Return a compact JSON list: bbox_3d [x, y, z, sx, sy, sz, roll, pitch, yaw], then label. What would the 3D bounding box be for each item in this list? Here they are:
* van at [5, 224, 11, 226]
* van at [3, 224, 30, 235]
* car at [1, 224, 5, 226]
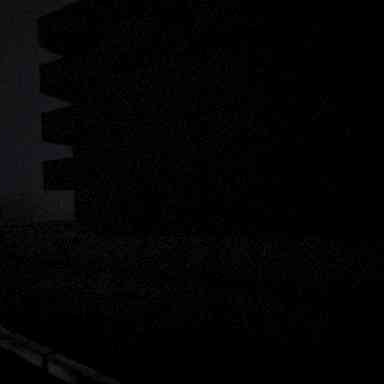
[{"bbox_3d":[-36.901,7.281,64.746,4.442,1.987,1.878,-2,-7,6],"label":"van"},{"bbox_3d":[-35.571,7.586,67.450,4.442,1.987,1.878,-2,-7,6],"label":"van"},{"bbox_3d":[-38.527,7.209,62.046,5.366,1.575,1.946,-2,-7,6],"label":"car"}]
